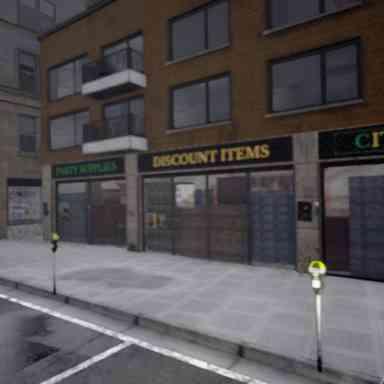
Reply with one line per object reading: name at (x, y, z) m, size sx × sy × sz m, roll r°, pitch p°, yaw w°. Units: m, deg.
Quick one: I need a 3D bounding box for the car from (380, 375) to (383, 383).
car at (3.126, 1.328, 1.173) m, size 4.553 × 1.767 × 2.097 m, roll -1°, pitch -1°, yaw 35°
